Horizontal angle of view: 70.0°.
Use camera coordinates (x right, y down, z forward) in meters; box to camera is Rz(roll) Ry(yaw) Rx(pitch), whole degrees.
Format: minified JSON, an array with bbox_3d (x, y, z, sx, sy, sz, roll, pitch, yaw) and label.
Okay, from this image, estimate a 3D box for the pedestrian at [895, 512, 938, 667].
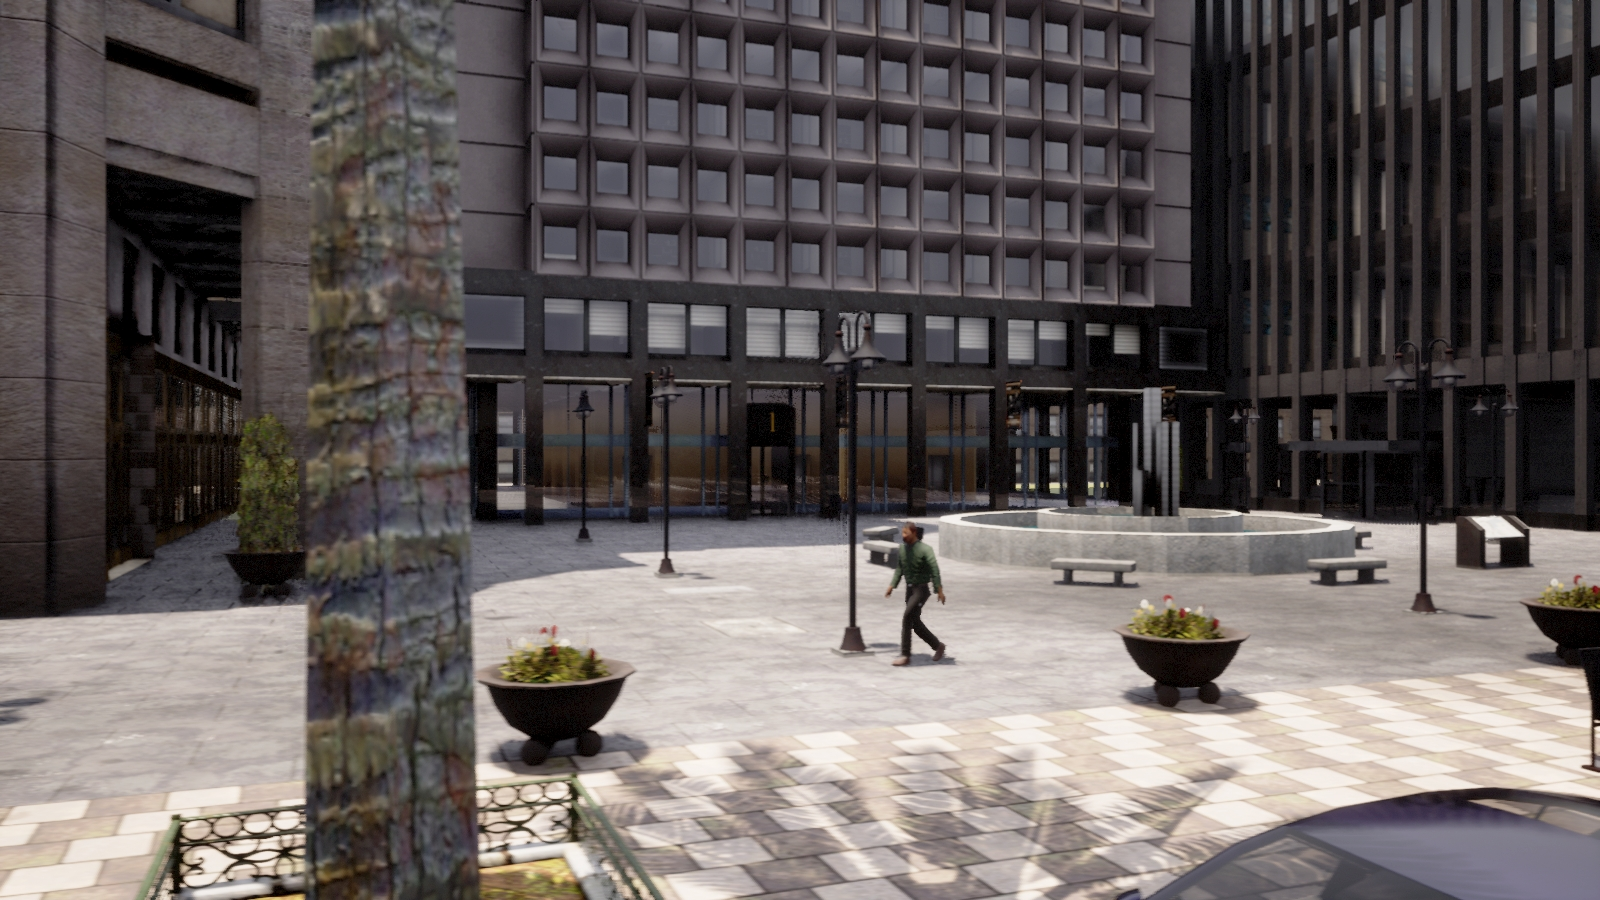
[{"bbox_3d":[1.440,1.709,14.124,0.375,1.860,0.375,0,0,-32],"label":"pedestrian"}]
